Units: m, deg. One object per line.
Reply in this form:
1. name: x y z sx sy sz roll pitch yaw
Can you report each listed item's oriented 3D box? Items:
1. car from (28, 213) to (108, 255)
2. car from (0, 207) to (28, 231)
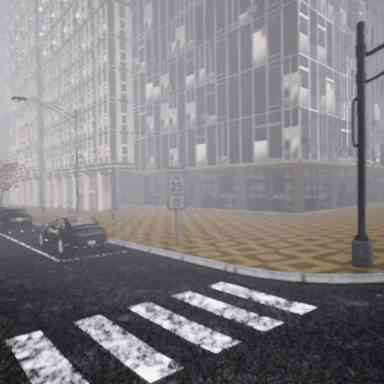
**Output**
1. car: -4.963 1.608 13.629 2.008 1.369 4.403 -3 1 -39
2. car: -12.028 1.773 22.383 1.947 1.339 4.313 -3 1 -39
